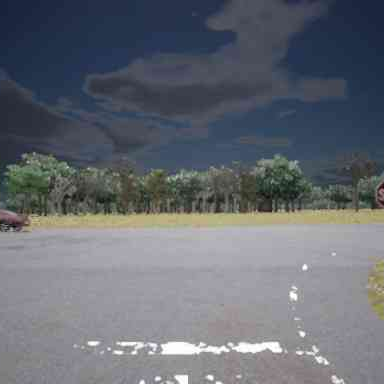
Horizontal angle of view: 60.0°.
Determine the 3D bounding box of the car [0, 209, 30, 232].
[{"bbox_3d":[-13.025,1.865,21.654,4.674,1.442,1.812,-1,-3,1],"label":"car"}]
